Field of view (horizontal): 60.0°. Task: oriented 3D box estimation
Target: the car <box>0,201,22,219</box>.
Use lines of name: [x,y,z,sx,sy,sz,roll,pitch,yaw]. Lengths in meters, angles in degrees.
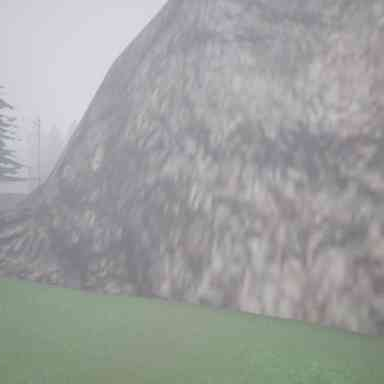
car: [-16.242,1.489,26.664,2.128,1.511,4.902,0,0,29]
